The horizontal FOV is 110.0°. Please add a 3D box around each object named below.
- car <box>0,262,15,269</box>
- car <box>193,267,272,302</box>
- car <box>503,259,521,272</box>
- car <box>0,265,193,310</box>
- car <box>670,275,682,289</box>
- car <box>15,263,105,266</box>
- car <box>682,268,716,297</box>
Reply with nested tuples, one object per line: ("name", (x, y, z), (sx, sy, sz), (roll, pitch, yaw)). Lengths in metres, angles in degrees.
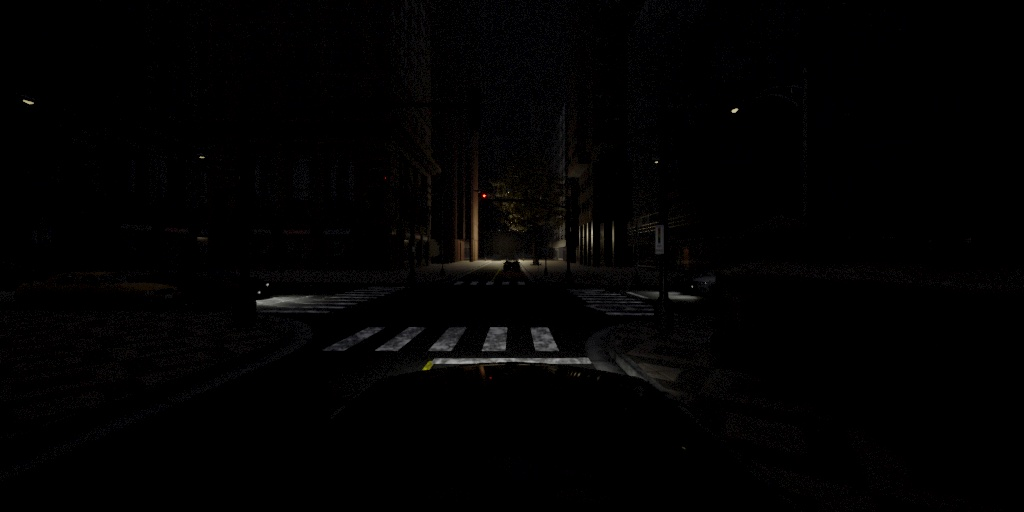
("car", (-31.988, 0.974, 21.685), (4.507, 1.381, 1.888), (0, 0, 0))
("car", (-13.712, 1.182, 15.747), (5.357, 1.411, 2.033), (1, 0, 1))
("car", (-0.030, 1.104, 43.103), (2.128, 1.511, 4.902), (0, 0, 0))
("car", (-14.972, 1.146, 13.115), (4.829, 1.417, 1.751), (0, 0, 0))
("car", (11.864, 1.381, 21.569), (4.403, 1.370, 2.007), (0, 0, 0))
("car", (-26.370, 1.065, 21.671), (4.313, 1.339, 1.948), (0, 0, 0))
("car", (11.880, 1.356, 18.923), (4.674, 1.442, 1.812), (0, 0, 2))
